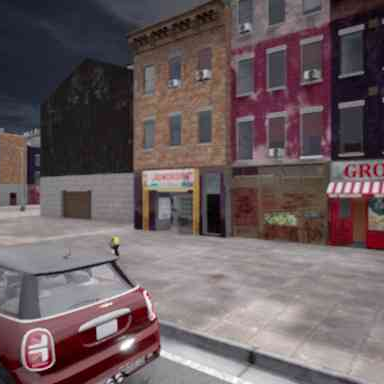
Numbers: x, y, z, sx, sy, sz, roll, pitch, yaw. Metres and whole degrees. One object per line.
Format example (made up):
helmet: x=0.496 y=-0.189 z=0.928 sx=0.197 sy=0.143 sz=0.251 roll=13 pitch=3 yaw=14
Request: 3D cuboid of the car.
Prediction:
car: x=-2.457 y=1.441 z=4.564 sx=4.097 sy=1.590 sz=1.967 roll=0 pitch=0 yaw=36
